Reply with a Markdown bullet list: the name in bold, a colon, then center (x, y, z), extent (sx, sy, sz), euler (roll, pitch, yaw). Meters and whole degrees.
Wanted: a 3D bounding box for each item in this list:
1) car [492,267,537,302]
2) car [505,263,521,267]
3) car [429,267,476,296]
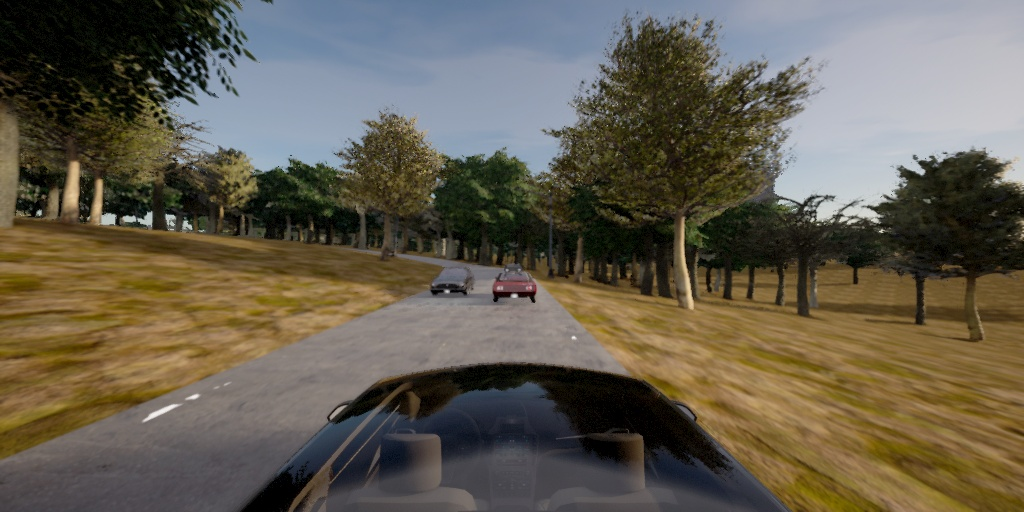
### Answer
- **car**: center (0.106, 1.373, 17.157), extent (1.895, 1.301, 4.718), euler (0, 0, 0)
- **car**: center (0.058, 1.438, 38.019), extent (1.895, 1.301, 4.718), euler (0, 0, -1)
- **car**: center (-3.084, 1.325, 19.765), extent (2.033, 1.411, 5.357), euler (0, 0, 0)
